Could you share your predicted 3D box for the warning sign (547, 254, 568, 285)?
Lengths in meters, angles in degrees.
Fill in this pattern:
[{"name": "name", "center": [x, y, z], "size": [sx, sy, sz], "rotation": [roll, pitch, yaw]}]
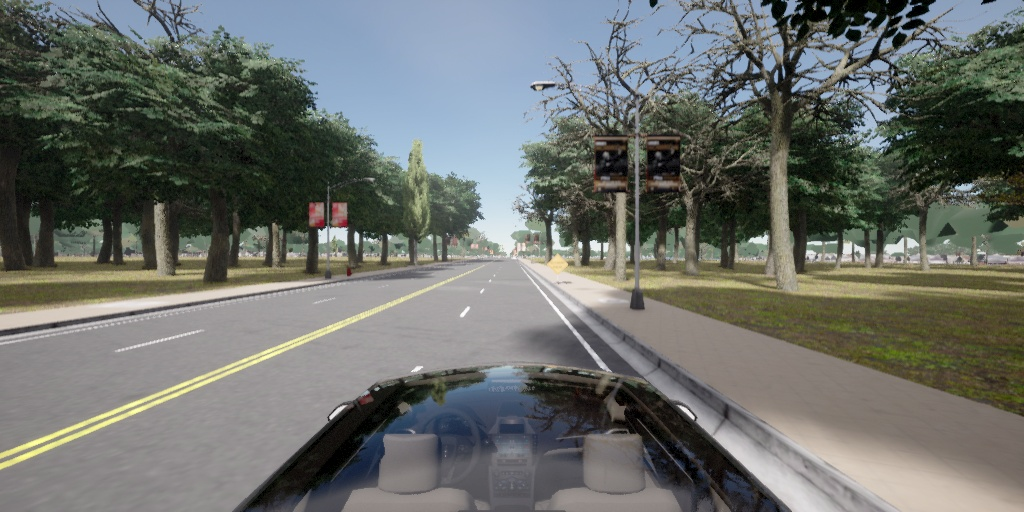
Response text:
[{"name": "warning sign", "center": [2.829, 0.809, 22.125], "size": [1.300, 1.860, 1.060], "rotation": [0, 0, 0]}]
